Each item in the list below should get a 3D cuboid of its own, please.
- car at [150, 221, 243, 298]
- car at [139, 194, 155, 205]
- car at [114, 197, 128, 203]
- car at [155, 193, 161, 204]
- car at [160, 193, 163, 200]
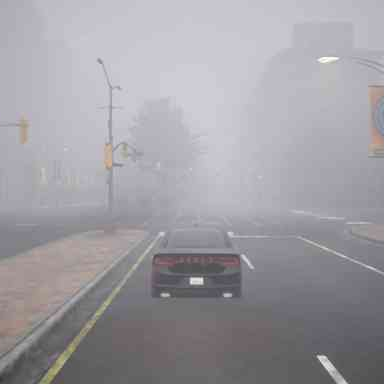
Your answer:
[{"bbox_3d":[0.109,1.478,8.555,1.882,1.535,5.008,0,0,1],"label":"car"},{"bbox_3d":[-7.873,1.505,56.562,1.837,1.490,4.892,0,0,1],"label":"car"},{"bbox_3d":[-14.499,1.595,67.931,1.895,1.301,4.718,0,0,0],"label":"car"},{"bbox_3d":[-7.791,1.525,65.821,1.812,1.442,4.674,0,0,1],"label":"car"},{"bbox_3d":[-7.717,1.225,76.572,2.150,2.045,5.566,0,0,0],"label":"car"}]
